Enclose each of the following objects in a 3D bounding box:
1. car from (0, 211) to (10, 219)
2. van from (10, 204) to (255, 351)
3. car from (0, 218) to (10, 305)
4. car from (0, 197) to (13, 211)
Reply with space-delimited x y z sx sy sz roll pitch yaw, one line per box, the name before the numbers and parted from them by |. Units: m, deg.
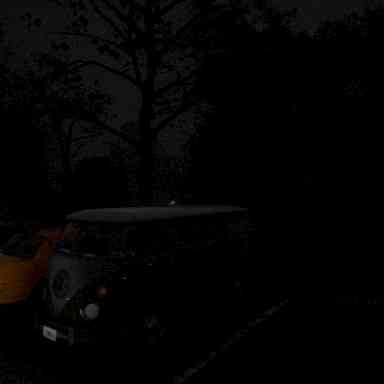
car | -4.793 1.452 9.493 1.946 1.575 5.366 0 0 36
van | -0.534 1.235 6.071 1.878 1.987 4.442 0 0 36
car | -2.630 1.452 7.943 1.946 1.575 5.366 0 0 36
car | -9.567 1.224 12.648 2.435 2.045 5.566 -1 0 35
